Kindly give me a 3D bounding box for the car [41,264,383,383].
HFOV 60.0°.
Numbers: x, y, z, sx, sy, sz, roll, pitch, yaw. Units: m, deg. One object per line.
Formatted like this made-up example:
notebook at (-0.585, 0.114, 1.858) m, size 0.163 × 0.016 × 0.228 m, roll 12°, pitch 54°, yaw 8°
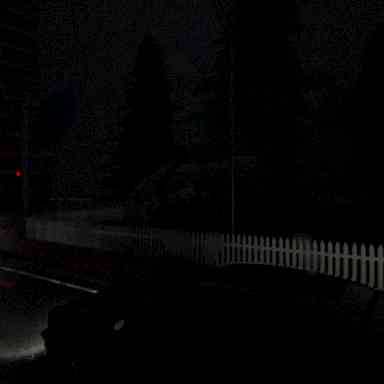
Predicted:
car at (0.623, 1.556, 3.549) m, size 5.357 × 1.411 × 2.033 m, roll 0°, pitch 0°, yaw 36°
